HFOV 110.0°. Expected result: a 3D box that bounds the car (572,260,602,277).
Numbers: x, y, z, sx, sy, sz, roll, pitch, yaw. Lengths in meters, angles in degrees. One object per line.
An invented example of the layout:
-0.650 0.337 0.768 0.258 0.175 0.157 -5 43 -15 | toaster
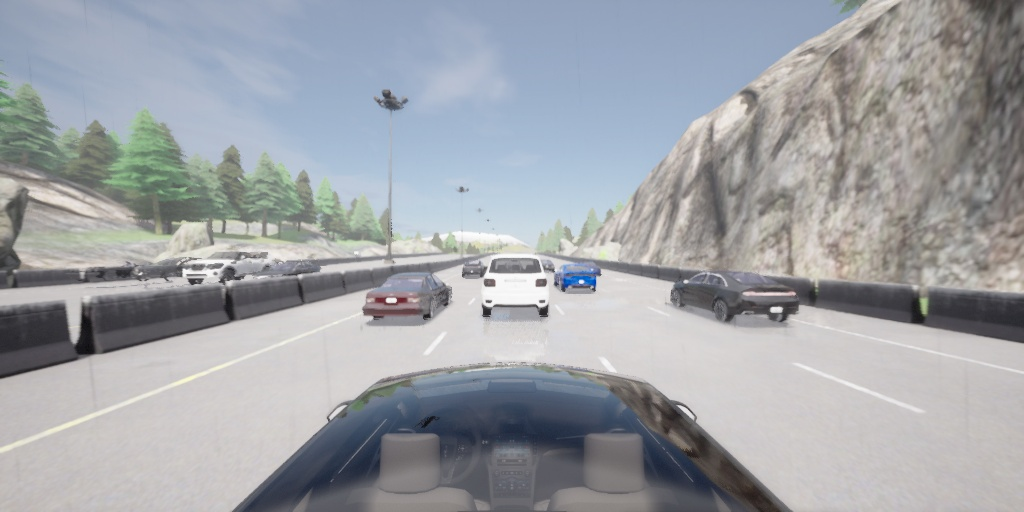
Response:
7.110 1.154 34.214 1.994 1.385 4.181 0 1 0 | car

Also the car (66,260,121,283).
-24.493 0.904 22.626 1.895 1.301 4.718 0 0 0 | car

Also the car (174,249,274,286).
-17.493 0.574 22.621 2.150 2.045 5.566 0 0 0 | car

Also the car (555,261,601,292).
3.606 1.179 21.087 1.882 1.535 5.008 0 0 0 | car

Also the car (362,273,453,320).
-3.397 1.288 12.600 2.033 1.411 5.357 0 0 0 | car

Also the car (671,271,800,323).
7.103 1.234 12.045 2.128 1.511 4.902 0 0 0 | car

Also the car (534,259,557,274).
3.612 1.076 39.504 2.033 1.411 5.357 0 1 0 | car

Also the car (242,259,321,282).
-13.993 1.134 22.644 2.128 1.511 4.902 0 0 0 | car

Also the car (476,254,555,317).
0.104 0.960 13.308 2.150 2.045 5.566 0 0 0 | car

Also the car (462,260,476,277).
-3.390 1.099 32.600 2.128 1.511 4.902 0 1 0 | car

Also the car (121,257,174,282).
-20.993 0.809 22.655 1.837 1.490 4.892 0 0 0 | car
